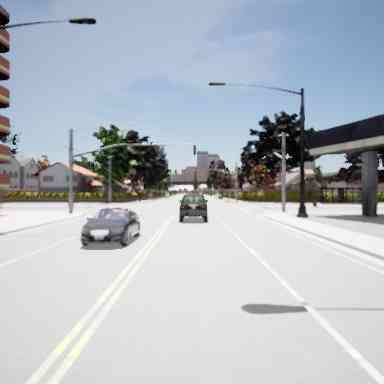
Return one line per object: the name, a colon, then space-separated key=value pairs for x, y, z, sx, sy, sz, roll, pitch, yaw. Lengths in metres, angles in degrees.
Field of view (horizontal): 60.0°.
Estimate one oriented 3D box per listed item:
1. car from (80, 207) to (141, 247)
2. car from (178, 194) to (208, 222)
car: x=-3.509 y=1.464 z=15.062 sx=2.128 sy=1.511 sz=4.902 roll=0 pitch=0 yaw=0
car: x=0.110 y=1.172 z=26.064 sx=2.150 sy=2.045 sz=5.566 roll=0 pitch=0 yaw=0
